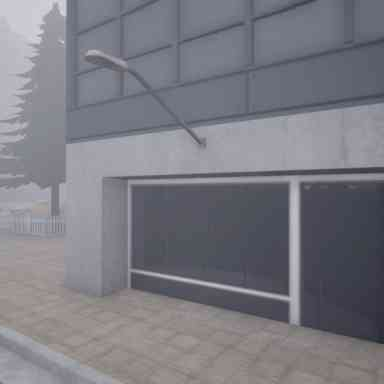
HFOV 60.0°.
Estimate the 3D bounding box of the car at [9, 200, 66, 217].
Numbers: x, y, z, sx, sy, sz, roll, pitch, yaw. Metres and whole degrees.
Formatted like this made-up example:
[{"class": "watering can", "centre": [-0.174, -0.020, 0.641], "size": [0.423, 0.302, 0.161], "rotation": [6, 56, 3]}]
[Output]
[{"class": "car", "centre": [-13.847, 1.491, 30.159], "size": [1.882, 1.535, 5.008], "rotation": [0, 0, 34]}]
